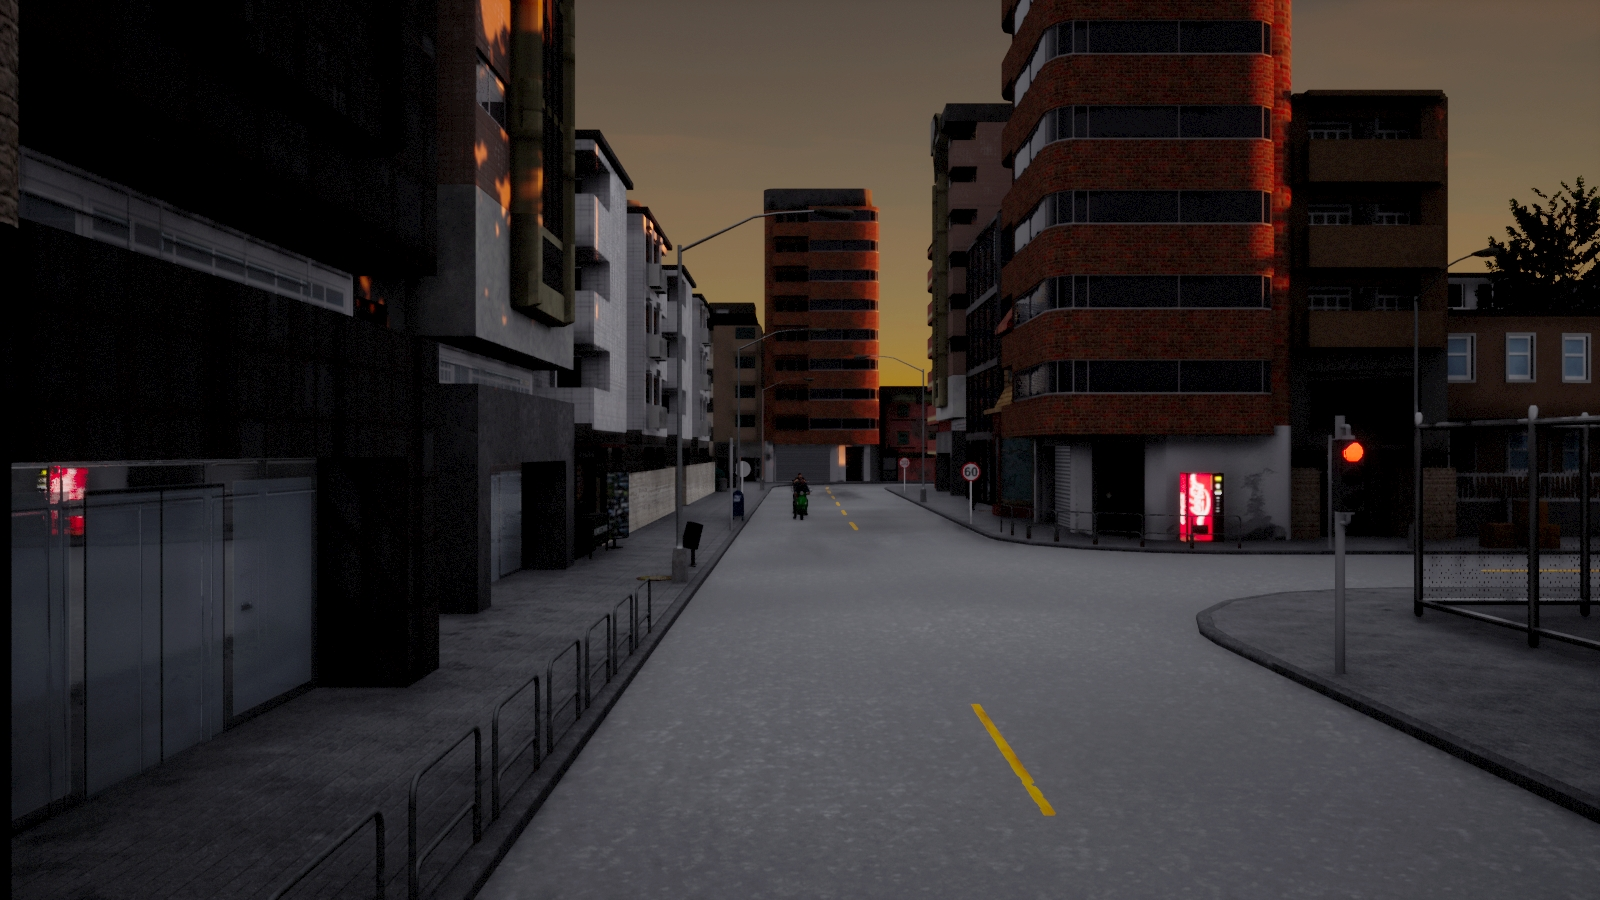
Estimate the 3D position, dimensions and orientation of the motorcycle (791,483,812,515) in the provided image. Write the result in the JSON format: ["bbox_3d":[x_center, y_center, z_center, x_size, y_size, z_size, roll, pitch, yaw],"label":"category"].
[{"bbox_3d":[0.063,1.970,46.521,0.856,1.236,1.805,0,0,0],"label":"motorcycle"}]

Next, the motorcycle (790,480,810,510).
[{"bbox_3d":[0.019,1.970,50.389,0.856,1.236,1.805,0,0,0],"label":"motorcycle"}]
